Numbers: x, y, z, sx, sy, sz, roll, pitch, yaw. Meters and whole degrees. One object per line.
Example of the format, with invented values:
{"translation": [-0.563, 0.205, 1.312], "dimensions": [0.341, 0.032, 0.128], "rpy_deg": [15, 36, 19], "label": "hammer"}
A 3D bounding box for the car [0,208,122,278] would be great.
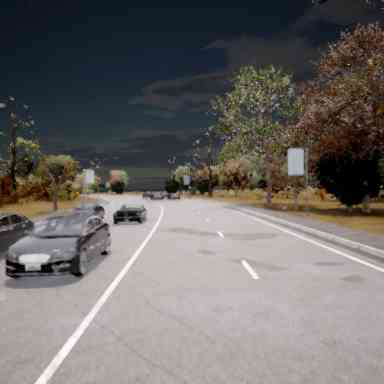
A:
{"translation": [-3.795, 1.479, 10.252], "dimensions": [2.128, 1.511, 4.902], "rpy_deg": [-1, 0, -1], "label": "car"}

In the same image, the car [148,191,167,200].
{"translation": [-7.091, 0.905, 67.080], "dimensions": [1.994, 1.385, 4.181], "rpy_deg": [-1, 1, -18], "label": "car"}

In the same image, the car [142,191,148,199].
{"translation": [-10.117, 0.627, 76.416], "dimensions": [1.837, 1.490, 4.892], "rpy_deg": [-1, 1, -21], "label": "car"}

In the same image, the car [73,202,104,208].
{"translation": [-7.808, 1.471, 24.969], "dimensions": [1.994, 1.385, 4.181], "rpy_deg": [-1, 1, -3], "label": "car"}

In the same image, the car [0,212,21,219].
{"translation": [-7.342, 1.536, 11.938], "dimensions": [1.837, 1.490, 4.892], "rpy_deg": [-1, 1, -1], "label": "car"}

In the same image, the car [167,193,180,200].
{"translation": [-3.775, 0.842, 68.219], "dimensions": [1.994, 1.385, 4.181], "rpy_deg": [-1, 1, -18], "label": "car"}

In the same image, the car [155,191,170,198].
{"translation": [-6.854, 0.591, 77.688], "dimensions": [2.128, 1.511, 4.902], "rpy_deg": [-1, 1, -21], "label": "car"}

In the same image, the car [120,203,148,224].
{"translation": [-4.220, 1.471, 23.220], "dimensions": [1.895, 1.301, 4.718], "rpy_deg": [-1, 1, -3], "label": "car"}
